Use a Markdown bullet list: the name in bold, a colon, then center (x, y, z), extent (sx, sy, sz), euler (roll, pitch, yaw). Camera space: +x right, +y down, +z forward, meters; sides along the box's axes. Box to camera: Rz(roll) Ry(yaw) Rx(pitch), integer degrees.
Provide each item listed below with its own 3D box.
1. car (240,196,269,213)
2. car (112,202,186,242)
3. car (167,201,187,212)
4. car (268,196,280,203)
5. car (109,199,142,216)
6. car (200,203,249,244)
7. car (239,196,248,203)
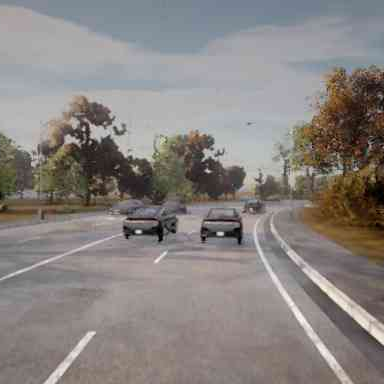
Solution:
- **car**: center (7.091, 1.565, 37.466), extent (1.837, 1.490, 4.892), euler (0, 0, 20)
- **car**: center (-1.919, 1.494, 16.611), extent (2.128, 1.511, 4.902), euler (0, 0, 9)
- **car**: center (-1.949, 1.571, 33.062), extent (1.994, 1.385, 4.181), euler (0, 0, 17)
- **car**: center (17.038, 1.490, 70.497), extent (1.882, 1.535, 5.008), euler (0, 0, 36)
- **car**: center (-6.028, 1.490, 31.558), extent (1.837, 1.490, 4.892), euler (0, 0, 16)
- **car**: center (1.539, 1.510, 16.119), extent (2.128, 1.511, 4.902), euler (0, 0, 9)
- **car**: center (11.420, 1.533, 68.694), extent (1.882, 1.535, 5.008), euler (0, 0, 34)
